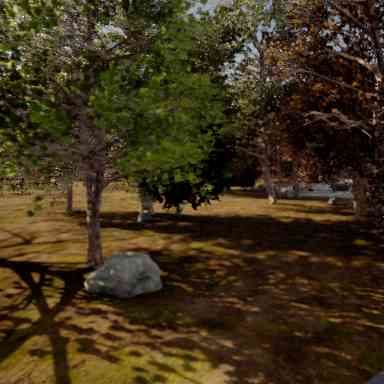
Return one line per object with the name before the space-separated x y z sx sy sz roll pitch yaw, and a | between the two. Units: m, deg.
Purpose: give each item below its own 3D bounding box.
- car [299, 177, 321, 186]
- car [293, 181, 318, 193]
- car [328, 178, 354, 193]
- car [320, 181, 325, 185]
car | 22.511 -2.059 63.396 4.718 1.301 1.895 -8 5 -42
car | 15.787 -0.673 47.141 1.994 1.385 4.181 -4 3 1
car | 19.791 -0.757 42.035 1.837 1.490 4.892 -6 4 -15
car | 25.306 -2.229 61.532 5.357 1.411 2.033 -8 4 -39
